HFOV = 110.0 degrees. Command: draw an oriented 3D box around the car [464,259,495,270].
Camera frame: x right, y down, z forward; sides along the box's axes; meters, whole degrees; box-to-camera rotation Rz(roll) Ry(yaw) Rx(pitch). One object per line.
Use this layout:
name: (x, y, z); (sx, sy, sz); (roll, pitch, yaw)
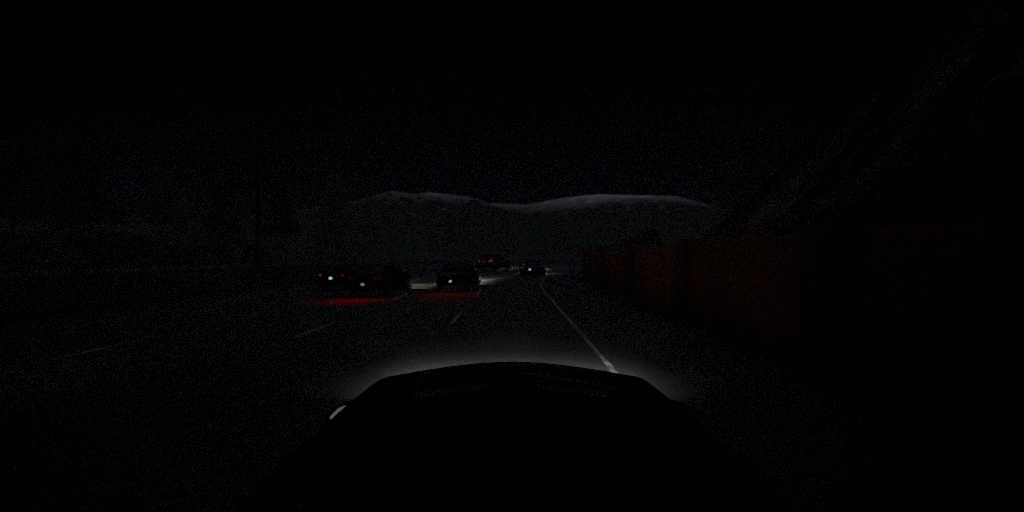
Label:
car: (-4.346, 1.137, 49.132); (1.895, 1.301, 4.718); (0, 0, 30)

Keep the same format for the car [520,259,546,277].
car: (1.981, 1.169, 33.742); (1.994, 1.385, 4.181); (0, 0, 11)

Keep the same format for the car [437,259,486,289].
car: (-3.174, 1.150, 21.810); (2.128, 1.511, 4.902); (0, 0, 4)

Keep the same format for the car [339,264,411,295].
car: (-6.870, 1.149, 19.023); (1.882, 1.535, 5.008); (0, 0, 1)

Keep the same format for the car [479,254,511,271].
car: (-2.122, 0.777, 44.799); (2.150, 2.045, 5.566); (-1, 0, 27)

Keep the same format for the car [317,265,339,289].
car: (-10.225, 1.220, 22.349); (1.994, 1.385, 4.181); (0, 0, 2)

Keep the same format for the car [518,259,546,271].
car: (2.603, 1.115, 45.862); (1.994, 1.385, 4.181); (0, 0, 27)
